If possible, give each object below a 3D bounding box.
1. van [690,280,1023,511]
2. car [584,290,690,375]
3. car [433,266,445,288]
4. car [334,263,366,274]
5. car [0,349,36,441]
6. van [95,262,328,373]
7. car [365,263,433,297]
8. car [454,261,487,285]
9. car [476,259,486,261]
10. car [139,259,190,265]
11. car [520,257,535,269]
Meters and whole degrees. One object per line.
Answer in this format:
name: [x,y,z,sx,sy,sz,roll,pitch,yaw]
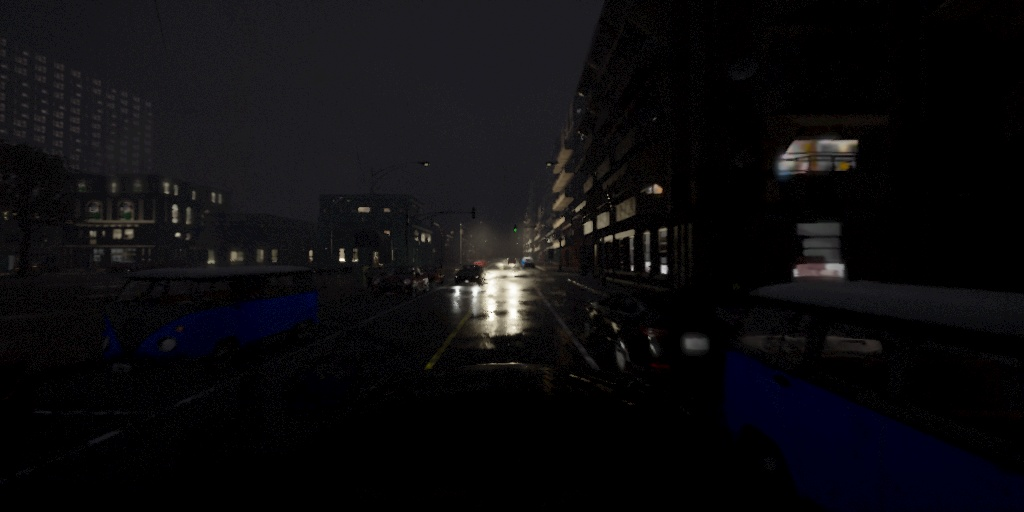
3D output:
van: [2.692,1.090,1.675,1.690,1.789,3.998,0,0,0]
car: [2.691,1.321,7.321,1.948,1.339,4.313,0,0,0]
car: [-5.658,1.314,24.225,1.888,1.381,4.507,0,0,0]
car: [-19.717,1.477,44.531,4.403,1.370,2.007,0,0,1]
car: [-5.656,1.295,1.641,1.888,1.381,4.507,0,0,0]
van: [-5.657,1.097,7.287,1.690,1.789,3.998,0,0,0]
car: [-5.658,1.204,18.579,1.967,1.591,4.097,0,0,0]
car: [-3.012,1.318,26.575,2.033,1.411,5.357,0,0,0]
car: [-5.694,1.354,62.290,1.802,1.307,4.207,0,0,0]
car: [-42.912,1.352,44.802,5.009,1.841,2.192,0,0,1]
car: [2.688,1.324,56.746,2.007,1.370,4.403,0,0,0]
